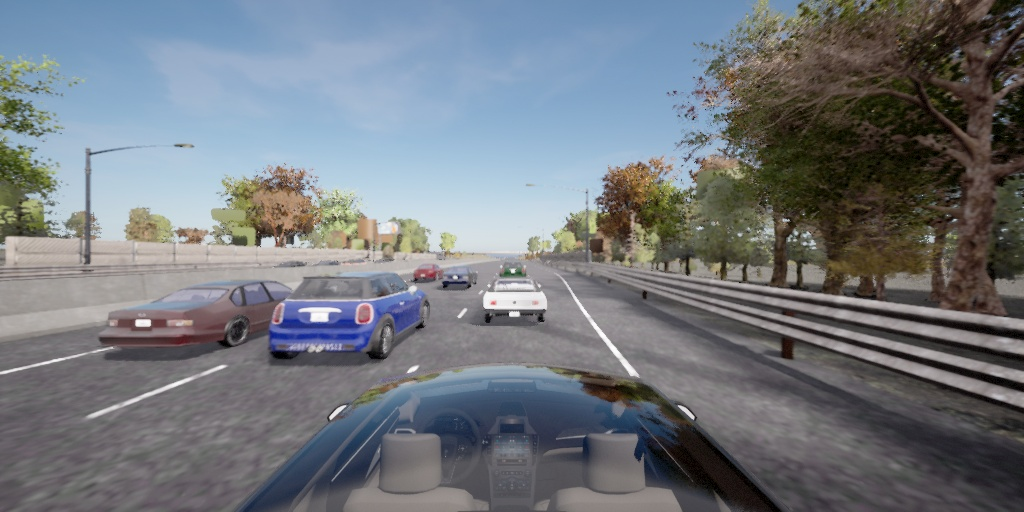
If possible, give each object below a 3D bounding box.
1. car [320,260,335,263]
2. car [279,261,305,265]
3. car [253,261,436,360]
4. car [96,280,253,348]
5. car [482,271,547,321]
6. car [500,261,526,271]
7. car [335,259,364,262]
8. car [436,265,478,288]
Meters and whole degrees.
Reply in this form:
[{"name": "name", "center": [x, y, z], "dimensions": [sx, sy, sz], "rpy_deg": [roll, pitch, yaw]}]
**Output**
[{"name": "car", "center": [-24.572, 1.353, 47.670], "dimensions": [1.882, 1.535, 5.008], "rpy_deg": [0, -1, 0]}, {"name": "car", "center": [-28.047, 1.371, 45.623], "dimensions": [1.837, 1.490, 4.892], "rpy_deg": [0, 0, 0]}, {"name": "car", "center": [-3.437, 1.117, 8.555], "dimensions": [2.097, 1.767, 4.553], "rpy_deg": [0, 0, 0]}, {"name": "car", "center": [-6.933, 1.314, 9.267], "dimensions": [2.033, 1.411, 5.357], "rpy_deg": [0, 0, 0]}, {"name": "car", "center": [0.082, 1.376, 12.473], "dimensions": [1.895, 1.301, 4.718], "rpy_deg": [0, 0, 0]}, {"name": "car", "center": [0.083, 1.169, 28.858], "dimensions": [2.097, 1.767, 4.553], "rpy_deg": [0, 0, 0]}, {"name": "car", "center": [-21.074, 1.227, 47.760], "dimensions": [2.097, 1.767, 4.553], "rpy_deg": [0, 0, 0]}, {"name": "car", "center": [-3.434, 1.352, 24.276], "dimensions": [2.033, 1.411, 5.357], "rpy_deg": [0, 0, 0]}]
